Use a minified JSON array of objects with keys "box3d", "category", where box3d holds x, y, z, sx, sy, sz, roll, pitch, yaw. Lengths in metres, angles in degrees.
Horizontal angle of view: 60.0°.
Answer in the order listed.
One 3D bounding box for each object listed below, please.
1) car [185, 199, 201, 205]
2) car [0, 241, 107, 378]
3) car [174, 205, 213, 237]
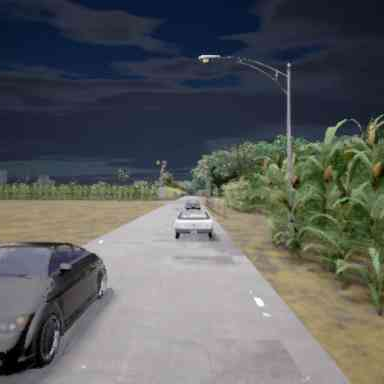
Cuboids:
[{"box3d":[0.106,1.563,39.280,2.033,1.411,5.357,0,0,0],"category":"car"},{"box3d":[-2.839,1.566,5.610,1.994,1.385,4.181,0,0,0],"category":"car"},{"box3d":[0.094,1.607,17.905,1.895,1.301,4.718,0,0,0],"category":"car"}]
